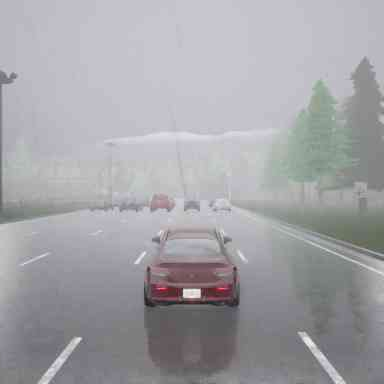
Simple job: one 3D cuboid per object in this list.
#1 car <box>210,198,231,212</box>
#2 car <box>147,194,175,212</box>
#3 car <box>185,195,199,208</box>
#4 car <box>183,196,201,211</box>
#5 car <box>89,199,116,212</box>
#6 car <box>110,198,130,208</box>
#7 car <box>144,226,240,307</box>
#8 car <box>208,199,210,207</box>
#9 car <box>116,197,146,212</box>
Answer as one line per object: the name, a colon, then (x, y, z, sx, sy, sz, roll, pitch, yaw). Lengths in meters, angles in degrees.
car: (3.497, 1.526, 39.050, 1.812, 1.442, 4.674, 0, 0, 0)
car: (-3.507, 1.221, 38.575, 2.150, 2.045, 5.566, 0, 0, 0)
car: (-0.003, 1.352, 50.092, 2.097, 1.767, 4.553, 0, 0, 0)
car: (0.005, 1.505, 39.991, 1.837, 1.490, 4.892, 0, 0, 0)
car: (-10.504, 1.601, 39.030, 1.895, 1.301, 4.718, 0, 0, 0)
car: (-10.504, 1.564, 48.943, 1.994, 1.385, 4.181, 0, 0, 0)
car: (-0.003, 1.526, 7.849, 1.812, 1.442, 4.674, 0, 0, 0)
car: (3.488, 1.564, 49.344, 1.994, 1.385, 4.181, 0, 0, 1)
car: (-7.008, 1.352, 38.664, 2.097, 1.767, 4.553, 0, 0, 0)
